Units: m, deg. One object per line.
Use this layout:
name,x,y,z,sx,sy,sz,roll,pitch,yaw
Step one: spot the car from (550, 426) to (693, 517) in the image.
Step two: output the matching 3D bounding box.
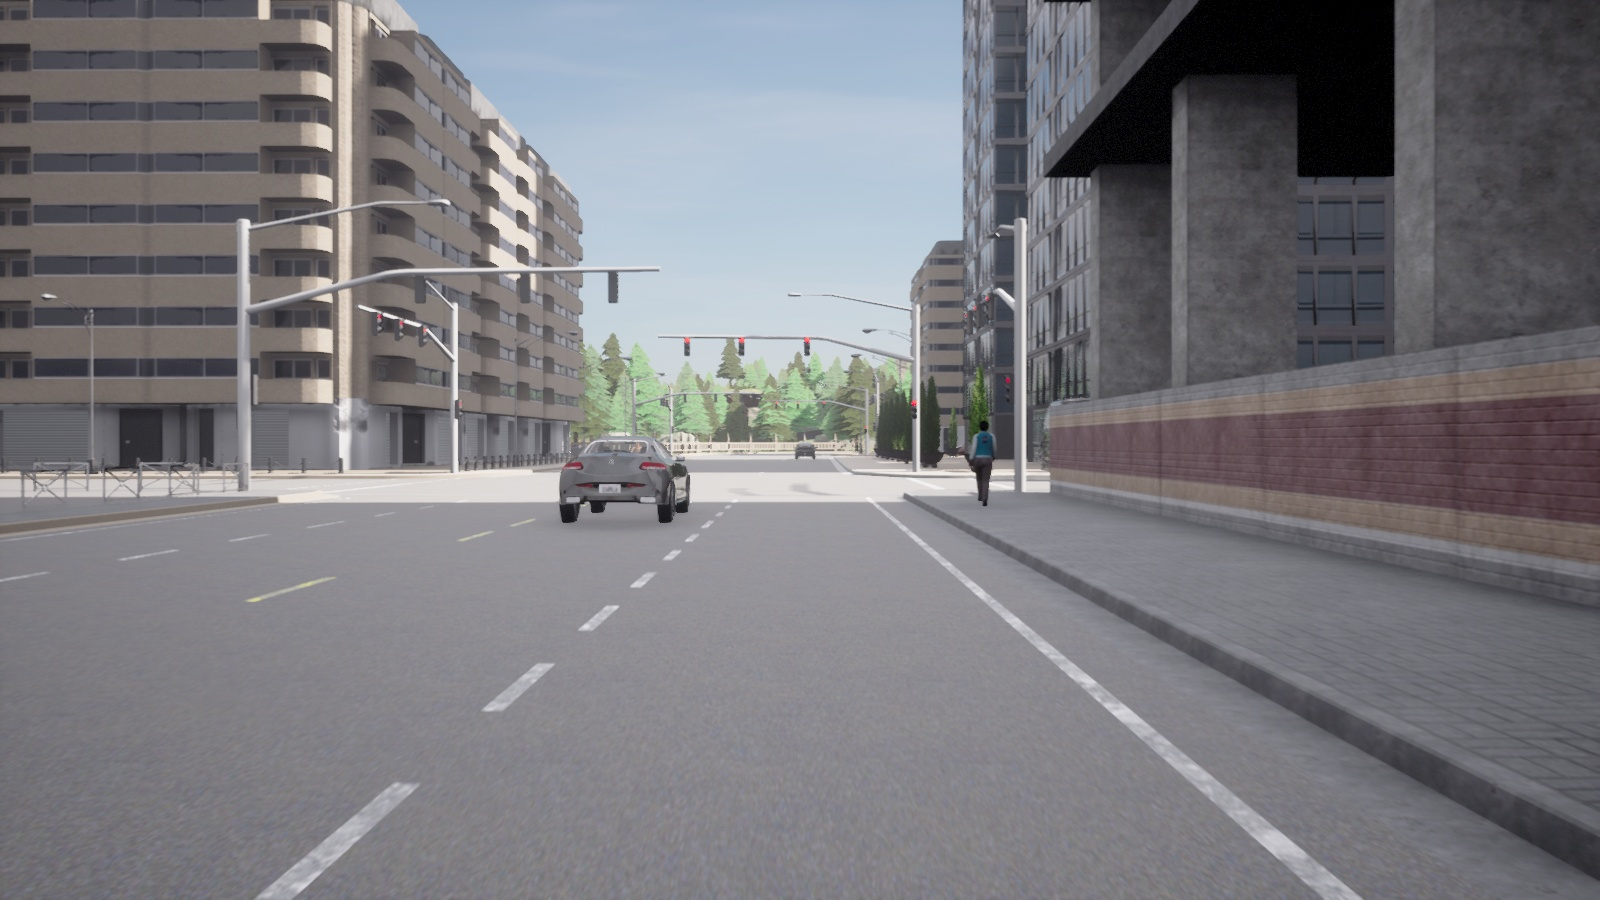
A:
car,-3.431,0.380,25.182,2.152,1.651,5.027,0,0,0

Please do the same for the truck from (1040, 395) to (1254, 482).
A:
truck,14.057,-0.458,51.320,7.936,3.462,2.891,0,0,0

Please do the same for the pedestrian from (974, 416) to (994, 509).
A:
pedestrian,3.862,0.249,26.388,0.396,1.930,0.692,0,0,8
